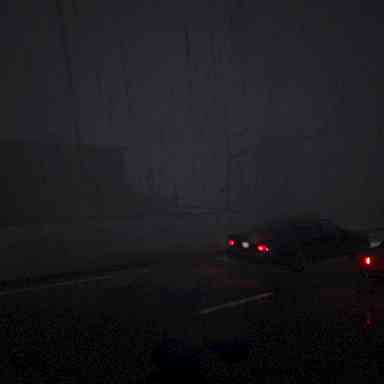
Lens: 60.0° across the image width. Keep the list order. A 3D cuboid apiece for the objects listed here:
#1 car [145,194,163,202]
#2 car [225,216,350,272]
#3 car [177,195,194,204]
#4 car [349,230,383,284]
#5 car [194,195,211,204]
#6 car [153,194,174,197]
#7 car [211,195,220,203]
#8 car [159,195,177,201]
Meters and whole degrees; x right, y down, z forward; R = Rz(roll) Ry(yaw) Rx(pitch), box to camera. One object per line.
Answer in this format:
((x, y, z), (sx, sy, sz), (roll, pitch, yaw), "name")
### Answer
((-8.353, 1.266, 72.756), (1.882, 1.535, 5.008), (0, 0, -36), "car")
((3.533, 1.494, 10.614), (5.357, 1.411, 2.033), (0, 0, -35), "car")
((-2.411, 1.301, 58.532), (2.128, 1.511, 4.902), (0, 0, -36), "car")
((6.106, 1.544, 8.143), (4.718, 1.301, 1.895), (0, 0, -35), "car")
((0.603, 1.266, 60.354), (1.882, 1.535, 5.008), (0, 0, -36), "car")
((-5.417, 1.182, 56.706), (2.097, 1.767, 4.553), (0, 0, -36), "car")
((3.272, 1.245, 62.652), (1.882, 1.535, 5.008), (0, 0, -36), "car")
((-5.450, 1.320, 74.717), (1.994, 1.385, 4.181), (0, 0, -36), "car")
